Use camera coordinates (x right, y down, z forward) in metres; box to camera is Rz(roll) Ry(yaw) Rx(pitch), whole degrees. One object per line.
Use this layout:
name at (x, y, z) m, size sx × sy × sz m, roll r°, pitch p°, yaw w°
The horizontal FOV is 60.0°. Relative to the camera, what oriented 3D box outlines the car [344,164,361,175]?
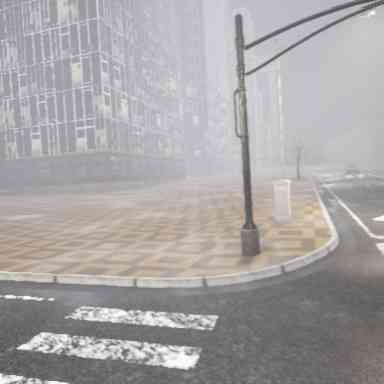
car at (23.110, -3.243, 48.055) m, size 1.837 × 1.490 × 4.892 m, roll -3°, pitch 4°, yaw 19°
